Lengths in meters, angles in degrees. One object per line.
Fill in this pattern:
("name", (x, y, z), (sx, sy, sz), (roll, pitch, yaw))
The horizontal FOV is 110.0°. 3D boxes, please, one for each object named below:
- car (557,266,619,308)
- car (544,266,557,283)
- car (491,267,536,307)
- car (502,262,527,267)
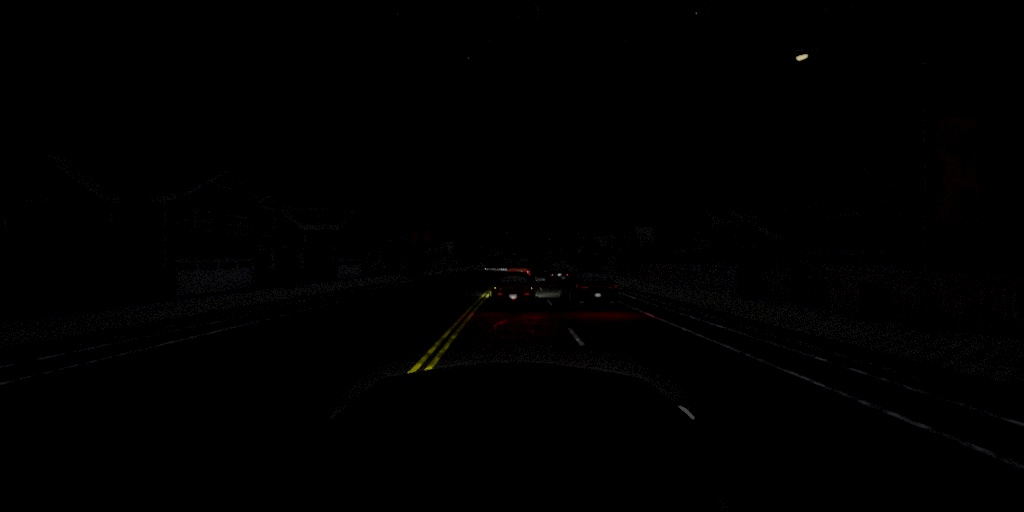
("car", (3.354, 1.361, 16.214), (1.882, 1.535, 5.008), (0, 0, 1))
("car", (3.822, 1.555, 30.625), (2.033, 1.411, 5.357), (0, 0, 2))
("car", (0.102, 1.408, 16.206), (1.812, 1.442, 4.674), (0, 0, 1))
("car", (0.579, 1.359, 30.841), (2.097, 1.767, 4.553), (0, -1, 2))
